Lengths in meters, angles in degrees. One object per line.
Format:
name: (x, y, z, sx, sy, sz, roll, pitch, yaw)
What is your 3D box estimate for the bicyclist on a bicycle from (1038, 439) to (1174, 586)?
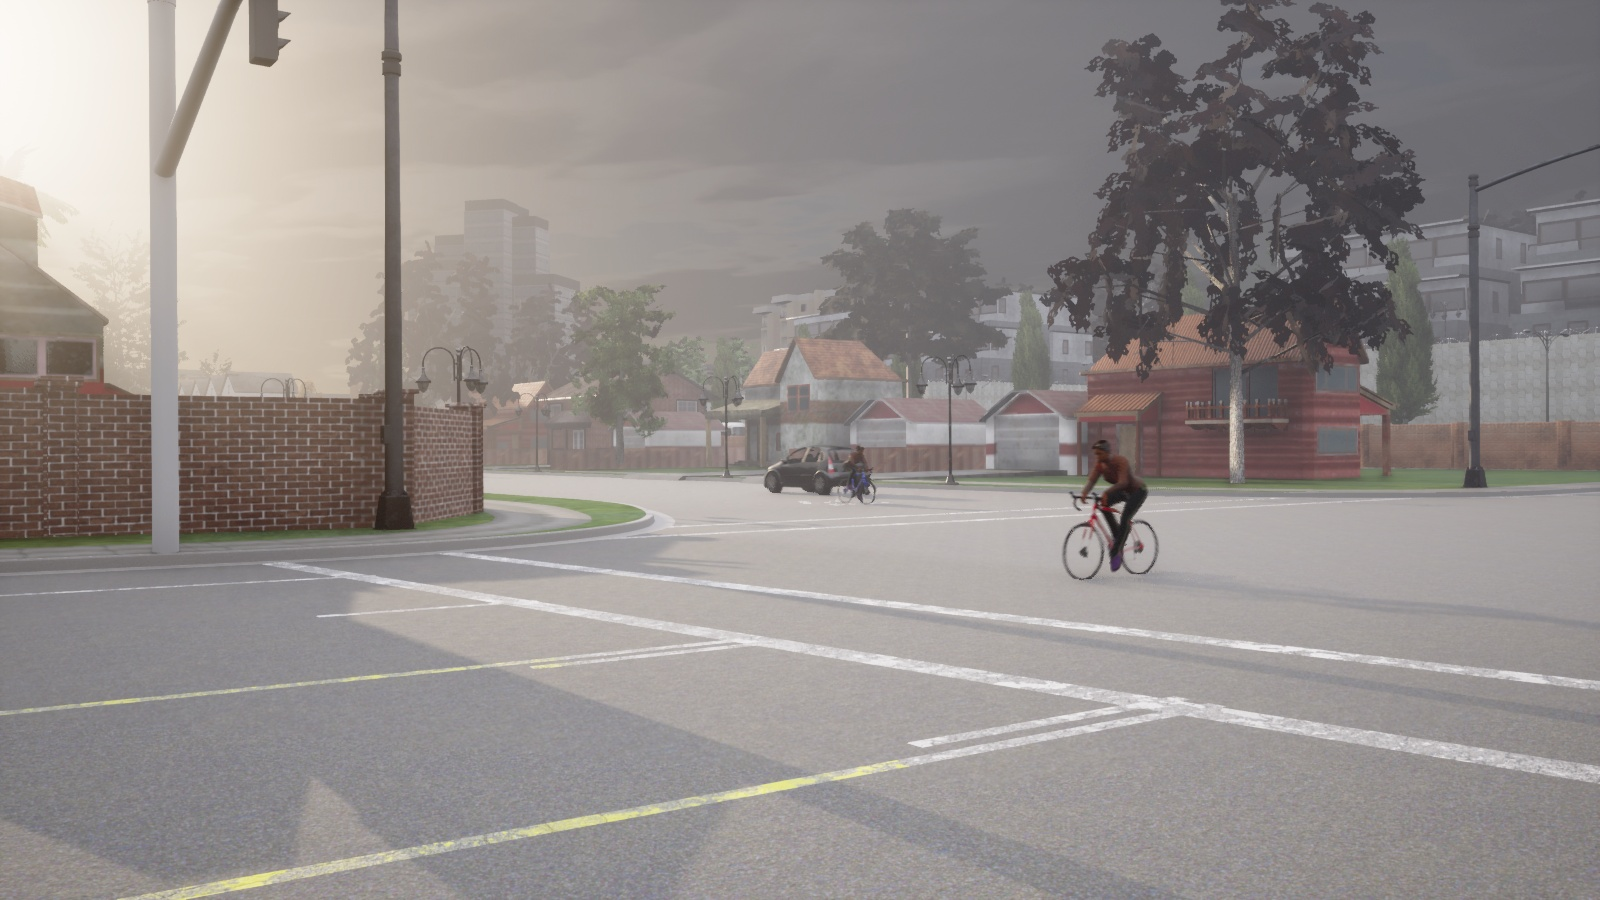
bicyclist on a bicycle: (3.592, 0.691, 14.690, 1.656, 1.620, 0.582, -1, 0, -35)

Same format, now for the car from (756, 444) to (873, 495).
car: (0.441, 0.617, 41.957, 1.851, 1.617, 3.988, -1, 0, -36)

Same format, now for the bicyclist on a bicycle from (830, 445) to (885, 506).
bicyclist on a bicycle: (1.573, 0.688, 34.524, 0.582, 1.620, 1.656, -1, 1, -36)
